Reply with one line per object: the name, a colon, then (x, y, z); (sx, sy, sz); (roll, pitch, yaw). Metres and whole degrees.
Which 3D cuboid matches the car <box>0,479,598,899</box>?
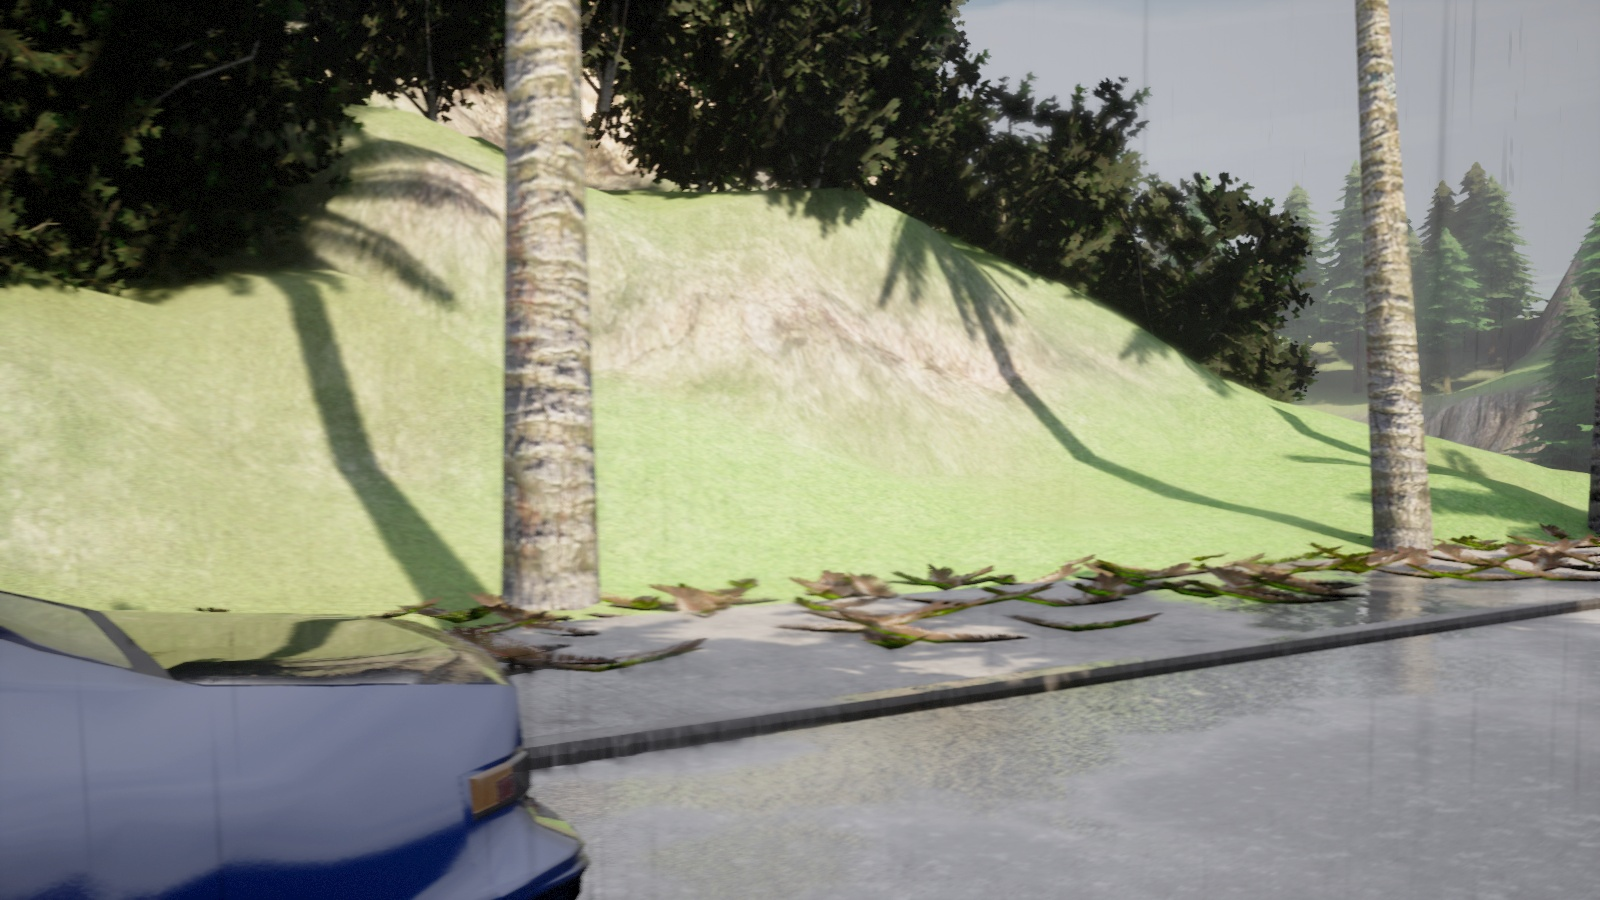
car: (-3.217, 0.804, 2.030); (5.357, 1.411, 2.033); (0, 0, -35)
